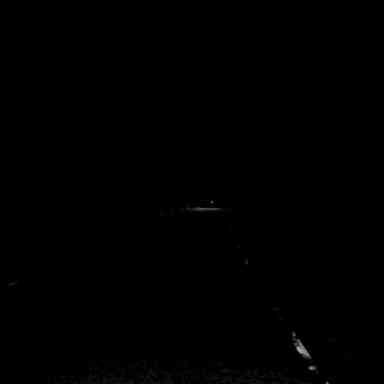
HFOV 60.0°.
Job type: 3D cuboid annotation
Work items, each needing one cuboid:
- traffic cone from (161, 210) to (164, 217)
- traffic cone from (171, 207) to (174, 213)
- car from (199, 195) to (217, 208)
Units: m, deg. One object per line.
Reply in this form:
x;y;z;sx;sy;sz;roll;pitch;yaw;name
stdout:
-2.597;1.895;29.207;0.340;0.580;0.340;0;0;6;traffic cone
-2.021;1.885;34.221;0.340;0.580;0.340;0;0;7;traffic cone
2.236;1.259;46.470;2.097;1.767;4.553;0;0;10;car
